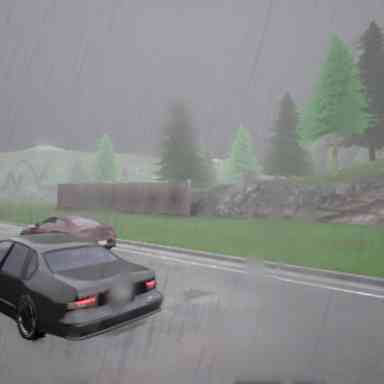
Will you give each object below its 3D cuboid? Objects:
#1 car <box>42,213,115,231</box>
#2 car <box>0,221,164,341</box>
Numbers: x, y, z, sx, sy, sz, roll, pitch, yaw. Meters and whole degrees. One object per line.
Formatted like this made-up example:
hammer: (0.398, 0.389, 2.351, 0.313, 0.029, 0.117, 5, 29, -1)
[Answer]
car: (-4.760, 1.531, 12.654, 4.674, 1.442, 1.812, 0, 0, 40)
car: (-2.970, 1.548, 6.551, 5.357, 1.411, 2.033, 0, 0, 40)
